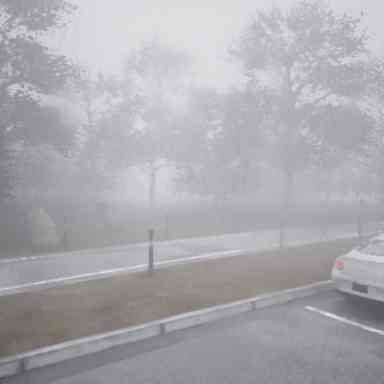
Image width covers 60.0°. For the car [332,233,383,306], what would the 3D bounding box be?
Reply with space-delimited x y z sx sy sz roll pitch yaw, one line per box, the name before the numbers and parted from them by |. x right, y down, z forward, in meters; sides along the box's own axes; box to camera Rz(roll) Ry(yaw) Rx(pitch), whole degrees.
car | 4.969 1.564 7.146 4.674 1.452 2.002 0 -1 -31
